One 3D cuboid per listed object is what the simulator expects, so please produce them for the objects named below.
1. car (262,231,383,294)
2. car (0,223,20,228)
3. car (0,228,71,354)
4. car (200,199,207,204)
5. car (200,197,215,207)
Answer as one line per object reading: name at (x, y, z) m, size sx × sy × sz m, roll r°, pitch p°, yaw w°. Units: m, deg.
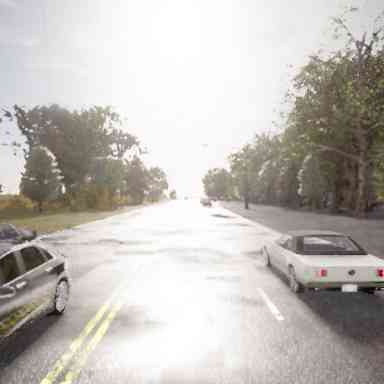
car at (3.240, 1.708, 9.047) m, size 1.895 × 1.301 × 4.718 m, roll 0°, pitch -1°, yaw 0°
car at (-6.608, 1.669, 10.183) m, size 2.033 × 1.411 × 5.357 m, roll 0°, pitch -1°, yaw 0°
car at (-3.353, 1.564, 4.891) m, size 1.837 × 1.490 × 4.892 m, roll 0°, pitch -1°, yaw 0°
car at (3.147, 2.725, 94.299) m, size 1.895 × 1.301 × 4.718 m, roll 0°, pitch -1°, yaw 0°
car at (3.173, 2.386, 70.941) m, size 2.033 × 1.411 × 5.357 m, roll 0°, pitch -1°, yaw 0°
